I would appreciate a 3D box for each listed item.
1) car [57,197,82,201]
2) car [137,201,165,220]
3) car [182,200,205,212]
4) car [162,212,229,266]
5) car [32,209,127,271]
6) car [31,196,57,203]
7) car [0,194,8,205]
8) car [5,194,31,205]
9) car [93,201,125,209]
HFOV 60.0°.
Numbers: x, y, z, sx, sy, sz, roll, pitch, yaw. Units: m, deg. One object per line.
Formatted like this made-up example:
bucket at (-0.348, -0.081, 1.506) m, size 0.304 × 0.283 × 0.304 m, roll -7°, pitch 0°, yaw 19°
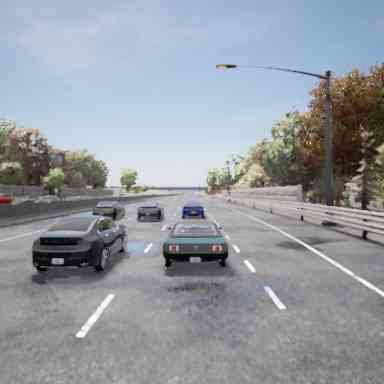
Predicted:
car at (-17.553, 1.508, 48.972) m, size 1.882 × 1.535 × 5.008 m, roll 0°, pitch 0°, yaw 0°
car at (-3.394, 1.500, 28.008) m, size 2.128 × 1.511 × 4.902 m, roll 0°, pitch 0°, yaw 0°
car at (0.108, 1.487, 29.615) m, size 1.882 × 1.535 × 5.008 m, roll 0°, pitch 0°, yaw 0°
car at (0.103, 1.601, 11.496) m, size 1.895 × 1.301 × 4.718 m, roll 0°, pitch 0°, yaw 0°
car at (-3.397, 1.505, 10.836) m, size 1.837 × 1.490 × 4.892 m, roll 0°, pitch 0°, yaw 0°
car at (-21.054, 1.382, 48.812) m, size 2.097 × 1.767 × 4.553 m, roll 0°, pitch 0°, yaw 0°
car at (-28.044, 1.249, 48.254) m, size 2.150 × 2.045 × 5.566 m, roll 0°, pitch 0°, yaw 1°
car at (-24.549, 1.522, 48.740) m, size 2.128 × 1.511 × 4.902 m, roll 0°, pitch 0°, yaw 1°
car at (-6.894, 1.500, 28.013) m, size 2.128 × 1.511 × 4.902 m, roll 0°, pitch 0°, yaw 0°
